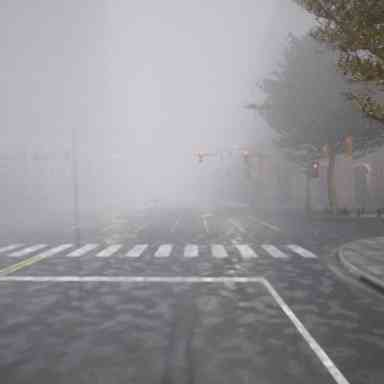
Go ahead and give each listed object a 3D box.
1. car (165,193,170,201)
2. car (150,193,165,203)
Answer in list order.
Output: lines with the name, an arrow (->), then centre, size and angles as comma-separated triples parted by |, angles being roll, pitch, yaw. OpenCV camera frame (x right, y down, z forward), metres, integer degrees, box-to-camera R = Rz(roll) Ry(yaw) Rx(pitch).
car -> -6.208, 1.074, 76.224 | 2.097, 1.767, 4.553 | 0, 0, 1
car -> -6.508, 1.253, 60.397 | 1.882, 1.535, 5.008 | 0, 0, 1
